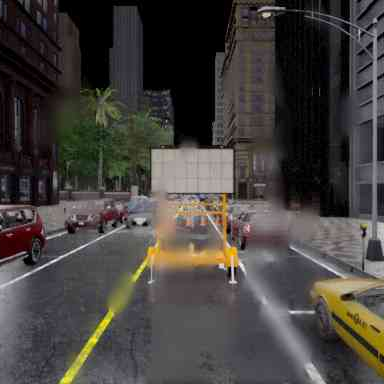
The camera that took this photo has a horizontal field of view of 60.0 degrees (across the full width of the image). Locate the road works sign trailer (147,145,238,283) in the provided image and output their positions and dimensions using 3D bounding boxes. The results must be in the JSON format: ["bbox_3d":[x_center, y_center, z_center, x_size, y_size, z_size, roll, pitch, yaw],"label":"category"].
[{"bbox_3d":[0.013,0.464,9.596,2.380,3.560,2.880,0,0,0],"label":"road works sign trailer"}]

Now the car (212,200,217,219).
[{"bbox_3d":[2.790,1.549,25.168,1.887,1.381,4.507,0,0,0],"label":"car"}]

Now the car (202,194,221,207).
[{"bbox_3d":[2.811,1.326,41.444,2.192,1.841,5.009,0,0,0],"label":"car"}]

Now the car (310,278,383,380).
[{"bbox_3d":[2.765,1.525,3.638,1.752,1.417,4.829,0,0,0],"label":"car"}]

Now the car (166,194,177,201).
[{"bbox_3d":[-5.660,1.560,84.182,2.008,1.369,4.403,0,0,0],"label":"car"}]

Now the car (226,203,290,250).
[{"bbox_3d":[2.777,1.441,14.318,1.967,1.590,4.097,0,0,0],"label":"car"}]

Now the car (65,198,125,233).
[{"bbox_3d":[-5.742,1.317,19.766,2.192,1.841,5.009,0,0,0],"label":"car"}]

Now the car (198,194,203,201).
[{"bbox_3d":[2.858,1.576,78.731,1.947,1.339,4.313,0,0,0],"label":"car"}]

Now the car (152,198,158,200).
[{"bbox_3d":[-5.714,1.451,41.470,1.967,1.590,4.097,0,0,0],"label":"car"}]

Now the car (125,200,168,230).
[{"bbox_3d":[-2.973,1.494,21.407,2.128,1.511,4.902,0,0,0],"label":"car"}]

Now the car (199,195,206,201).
[{"bbox_3d":[2.872,1.532,89.742,1.752,1.417,4.829,0,0,0],"label":"car"}]

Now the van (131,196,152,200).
[{"bbox_3d":[-5.721,1.350,36.044,1.690,1.788,3.998,0,0,0],"label":"van"}]

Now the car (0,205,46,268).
[{"bbox_3d":[-5.755,1.315,8.914,2.192,1.841,5.009,0,0,0],"label":"car"}]

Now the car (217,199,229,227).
[{"bbox_3d":[2.784,1.442,19.743,1.967,1.590,4.097,0,0,0],"label":"car"}]

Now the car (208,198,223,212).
[{"bbox_3d":[2.798,1.557,30.593,2.008,1.369,4.403,0,0,0],"label":"car"}]

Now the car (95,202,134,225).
[{"bbox_3d":[-5.734,1.549,25.191,1.887,1.381,4.507,0,0,0],"label":"car"}]

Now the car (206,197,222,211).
[{"bbox_3d":[2.805,1.534,36.188,1.752,1.417,4.829,0,0,0],"label":"car"}]
